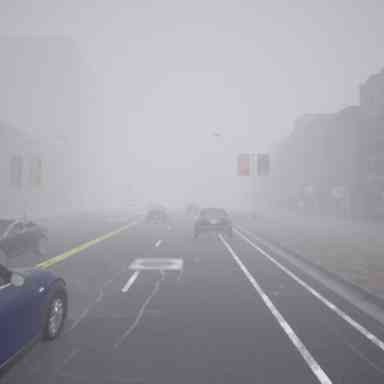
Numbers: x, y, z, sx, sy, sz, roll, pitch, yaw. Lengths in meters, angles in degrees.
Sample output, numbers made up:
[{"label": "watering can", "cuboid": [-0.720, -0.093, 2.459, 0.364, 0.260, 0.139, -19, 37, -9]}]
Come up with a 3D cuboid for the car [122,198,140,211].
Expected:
[{"label": "car", "cuboid": [-9.802, 1.973, 54.044, 2.150, 2.045, 5.566, 0, -1, 0]}]

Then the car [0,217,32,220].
[{"label": "car", "cuboid": [-6.598, 1.657, 11.363, 2.128, 1.511, 4.902, 0, -1, 0]}]

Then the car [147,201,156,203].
[{"label": "car", "cuboid": [-6.557, 2.249, 54.319, 2.128, 1.511, 4.902, 0, -1, 0]}]

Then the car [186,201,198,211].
[{"label": "car", "cuboid": [0.005, 2.300, 56.312, 1.837, 1.490, 4.892, 0, -1, 0]}]

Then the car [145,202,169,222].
[{"label": "car", "cuboid": [-3.146, 1.956, 30.736, 1.812, 1.442, 4.674, 0, -1, 0]}]

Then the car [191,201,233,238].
[{"label": "car", "cuboid": [1.139, 1.630, 19.494, 2.097, 1.767, 4.553, 0, -1, 0]}]

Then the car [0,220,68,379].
[{"label": "car", "cuboid": [-3.150, 1.410, 3.804, 2.097, 1.767, 4.553, 0, -1, 0]}]

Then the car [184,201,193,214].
[{"label": "car", "cuboid": [0.050, 2.098, 43.202, 1.837, 1.490, 4.892, 0, 0, 1]}]
